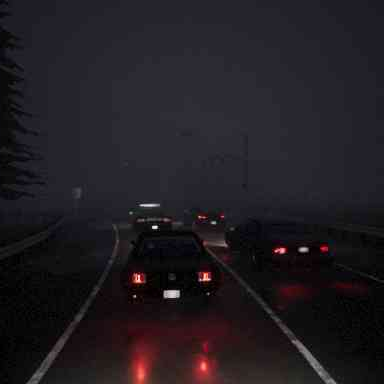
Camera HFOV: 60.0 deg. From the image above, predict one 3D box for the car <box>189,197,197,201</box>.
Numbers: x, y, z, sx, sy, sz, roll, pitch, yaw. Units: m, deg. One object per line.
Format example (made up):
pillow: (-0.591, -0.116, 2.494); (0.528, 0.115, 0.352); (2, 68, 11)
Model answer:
car: (1.460, 1.550, 70.676); (4.181, 1.385, 1.994); (0, 0, -21)

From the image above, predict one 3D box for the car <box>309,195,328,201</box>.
car: (31.806, 1.497, 83.282); (4.892, 1.490, 1.837); (0, 0, -31)

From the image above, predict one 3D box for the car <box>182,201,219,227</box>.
car: (0.666, 1.525, 20.513); (1.812, 1.442, 4.674); (0, 0, -13)

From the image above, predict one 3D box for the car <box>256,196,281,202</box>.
car: (17.653, 1.537, 76.772); (5.357, 1.411, 2.033); (0, 0, -21)

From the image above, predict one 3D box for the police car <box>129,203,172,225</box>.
police car: (-2.277, 1.424, 17.821); (1.930, 1.638, 5.238); (0, 0, -13)

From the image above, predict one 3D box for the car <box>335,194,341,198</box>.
car: (33.882, 1.353, 80.455); (4.553, 1.767, 2.097); (0, 0, -31)

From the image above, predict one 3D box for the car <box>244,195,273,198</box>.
car: (12.756, 1.562, 63.778); (4.181, 1.385, 1.994); (0, 0, -20)

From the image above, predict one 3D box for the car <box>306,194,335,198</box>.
car: (26.637, 1.498, 68.986); (4.892, 1.490, 1.837); (0, 0, -21)

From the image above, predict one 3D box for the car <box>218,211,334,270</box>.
car: (2.535, 1.547, 11.111); (2.033, 1.411, 5.357); (0, 0, -8)

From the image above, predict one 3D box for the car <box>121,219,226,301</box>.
car: (-0.606, 1.601, 8.357); (1.895, 1.301, 4.718); (0, 0, -6)

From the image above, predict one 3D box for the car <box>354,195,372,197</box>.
car: (39.685, 1.522, 75.886); (4.674, 1.442, 1.812); (0, 0, -31)

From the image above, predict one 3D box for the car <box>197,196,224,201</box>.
car: (4.272, 1.493, 68.020); (4.902, 1.511, 2.128); (0, 0, -20)

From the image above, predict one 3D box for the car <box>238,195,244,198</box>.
car: (10.662, 1.349, 66.703); (4.553, 1.767, 2.097); (0, 0, -20)

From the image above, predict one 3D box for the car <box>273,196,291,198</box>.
car: (20.230, 1.522, 74.005); (4.674, 1.442, 1.812); (0, 0, -21)
